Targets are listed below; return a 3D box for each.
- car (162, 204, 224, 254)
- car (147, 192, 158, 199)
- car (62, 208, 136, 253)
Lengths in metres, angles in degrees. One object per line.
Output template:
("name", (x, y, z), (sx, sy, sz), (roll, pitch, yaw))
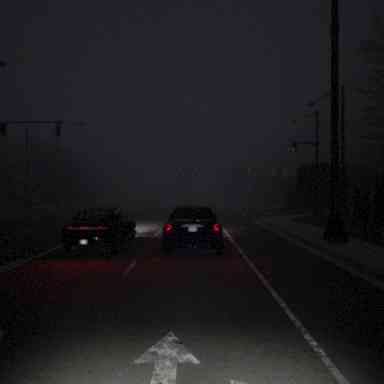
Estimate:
("car", (0.041, 1.229, 13.011), (2.097, 1.767, 4.553), (0, 0, 0))
("car", (-10.499, 0.934, 86.195), (1.812, 1.442, 4.674), (0, 1, 0))
("car", (-3.459, 1.371, 13.087), (2.128, 1.511, 4.902), (0, 0, 0))
